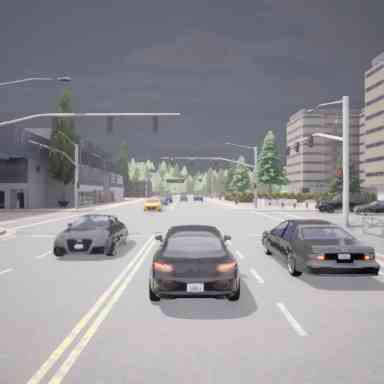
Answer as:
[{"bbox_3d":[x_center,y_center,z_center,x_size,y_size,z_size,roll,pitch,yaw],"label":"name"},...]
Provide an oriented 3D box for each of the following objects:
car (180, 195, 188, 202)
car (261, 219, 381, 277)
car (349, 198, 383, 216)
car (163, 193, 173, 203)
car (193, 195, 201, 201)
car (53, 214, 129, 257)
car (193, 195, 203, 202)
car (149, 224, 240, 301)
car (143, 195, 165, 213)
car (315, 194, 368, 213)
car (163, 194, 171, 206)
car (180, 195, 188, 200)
[{"bbox_3d":[-1.922,1.533,78.102,2.033,1.411,5.357,0,0,-1],"label":"car"},{"bbox_3d":[3.533,1.547,10.240,2.033,1.411,5.357,0,0,0],"label":"car"},{"bbox_3d":[18.220,1.526,32.499,4.674,1.442,1.812,0,0,-2],"label":"car"},{"bbox_3d":[-5.181,1.224,68.712,2.150,2.045,5.566,0,0,-1],"label":"car"},{"bbox_3d":[1.302,1.500,88.810,1.837,1.490,4.892,0,0,-1],"label":"car"},{"bbox_3d":[-3.686,1.564,12.752,1.994,1.385,4.181,0,0,-1],"label":"car"},{"bbox_3d":[1.565,1.478,78.672,1.882,1.535,5.008,0,0,-1],"label":"car"},{"bbox_3d":[0.035,1.526,8.182,1.812,1.442,4.674,0,0,-1],"label":"car"},{"bbox_3d":[-4.410,1.477,37.744,1.882,1.535,5.008,0,0,-2],"label":"car"},{"bbox_3d":[16.284,1.222,35.967,5.566,2.045,2.150,0,0,-2],"label":"car"},{"bbox_3d":[-4.865,1.525,53.518,1.812,1.442,4.674,0,0,-2],"label":"car"},{"bbox_3d":[-2.197,1.467,88.737,1.994,1.385,4.181,0,0,-1],"label":"car"}]
